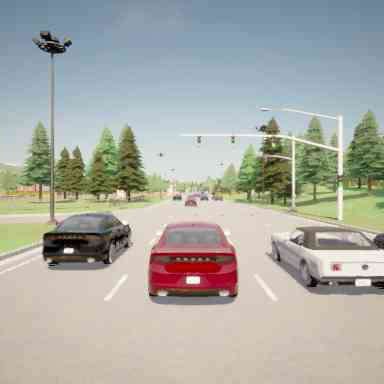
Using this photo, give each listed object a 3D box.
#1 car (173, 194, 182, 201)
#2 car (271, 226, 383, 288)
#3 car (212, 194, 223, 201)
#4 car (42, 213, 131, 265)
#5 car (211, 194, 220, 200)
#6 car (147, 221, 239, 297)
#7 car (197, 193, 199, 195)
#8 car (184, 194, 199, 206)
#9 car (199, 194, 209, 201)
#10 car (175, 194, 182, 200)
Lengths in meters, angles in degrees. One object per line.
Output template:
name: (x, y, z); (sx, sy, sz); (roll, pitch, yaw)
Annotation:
car: (-3.791, 1.469, 83.831); (1.882, 1.535, 5.008); (0, 0, 0)
car: (3.571, 1.601, 9.173); (1.895, 1.301, 4.718); (0, 0, 0)
car: (6.709, 1.517, 83.867); (2.128, 1.511, 4.902); (0, 0, 0)
car: (-3.438, 1.477, 11.721); (1.882, 1.535, 5.008); (0, 0, 0)
car: (6.673, 1.372, 94.287); (2.033, 1.411, 5.357); (0, 0, 0)
car: (0.033, 1.478, 8.628); (1.882, 1.535, 5.008); (0, 0, 0)
car: (3.173, 1.357, 94.275); (2.128, 1.511, 4.902); (0, 0, 0)
car: (-0.184, 1.525, 53.230); (1.812, 1.442, 4.674); (0, 0, 0)
car: (3.208, 1.516, 84.272); (1.812, 1.442, 4.674); (0, 0, 0)
car: (-3.827, 1.310, 94.250); (1.882, 1.535, 5.008); (0, 0, 0)
